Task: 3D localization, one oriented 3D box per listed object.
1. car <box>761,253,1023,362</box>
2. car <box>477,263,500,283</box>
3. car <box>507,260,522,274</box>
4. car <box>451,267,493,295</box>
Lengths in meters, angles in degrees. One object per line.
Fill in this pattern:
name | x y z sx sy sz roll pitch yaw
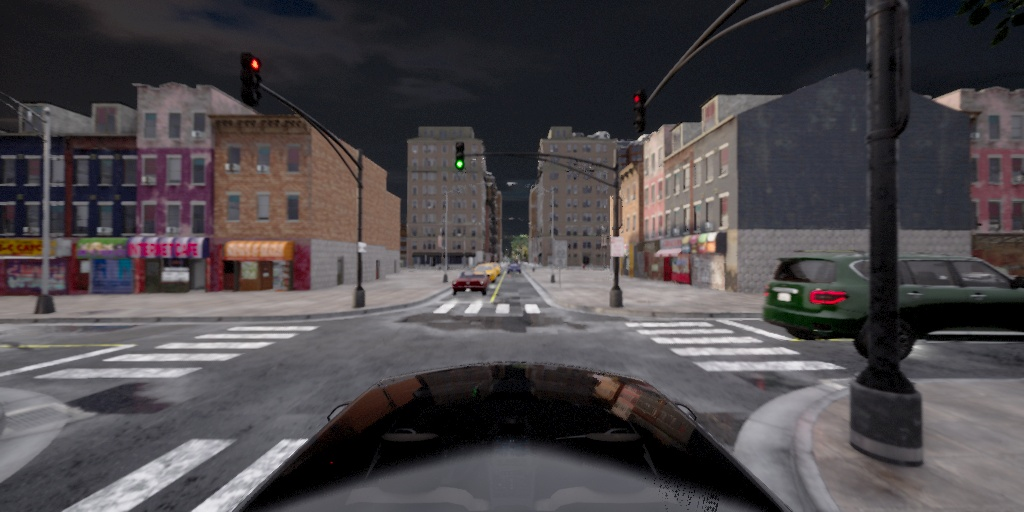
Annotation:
car | 8.500 0.962 7.640 5.566 2.045 2.150 0 -1 1
car | -2.333 1.459 31.314 1.882 1.535 5.008 0 0 0
car | 0.319 1.661 49.491 1.812 1.442 4.674 0 0 0
car | -2.305 1.497 20.901 1.895 1.301 4.718 0 0 0
